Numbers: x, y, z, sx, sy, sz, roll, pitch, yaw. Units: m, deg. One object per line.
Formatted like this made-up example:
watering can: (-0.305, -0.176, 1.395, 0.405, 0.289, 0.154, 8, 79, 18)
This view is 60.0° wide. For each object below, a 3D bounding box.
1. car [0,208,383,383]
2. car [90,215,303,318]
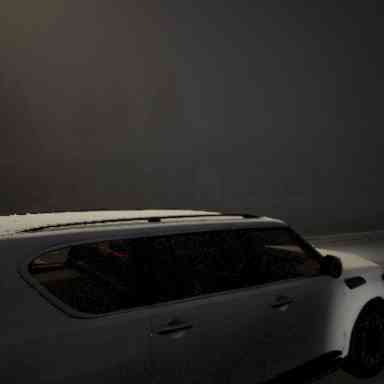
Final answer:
car: (0.136, 1.216, 3.829, 5.566, 2.045, 2.150, 0, 0, -35)
car: (0.275, 1.479, 8.183, 4.902, 1.511, 2.128, 0, 0, -35)
